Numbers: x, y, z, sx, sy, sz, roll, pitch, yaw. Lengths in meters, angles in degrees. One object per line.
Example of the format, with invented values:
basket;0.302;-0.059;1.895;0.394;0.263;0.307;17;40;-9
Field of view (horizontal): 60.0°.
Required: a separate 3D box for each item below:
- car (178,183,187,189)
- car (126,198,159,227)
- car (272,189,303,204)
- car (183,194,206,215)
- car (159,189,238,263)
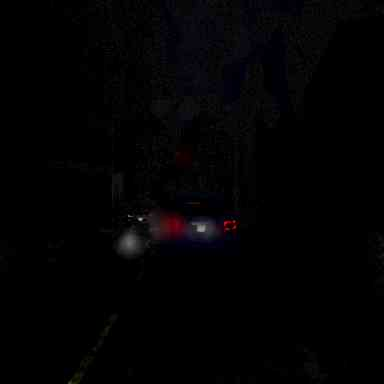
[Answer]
car;-2.336;-1.355;82.145;2.097;1.767;4.553;0;3;0
car;-2.735;1.173;20.168;1.837;1.490;4.892;0;1;0
car;12.930;0.539;42.777;5.009;1.841;2.192;1;1;0
car;0.213;0.986;28.033;1.837;1.490;4.892;0;2;1
car;0.159;1.043;11.521;2.150;2.045;5.566;0;1;-2
